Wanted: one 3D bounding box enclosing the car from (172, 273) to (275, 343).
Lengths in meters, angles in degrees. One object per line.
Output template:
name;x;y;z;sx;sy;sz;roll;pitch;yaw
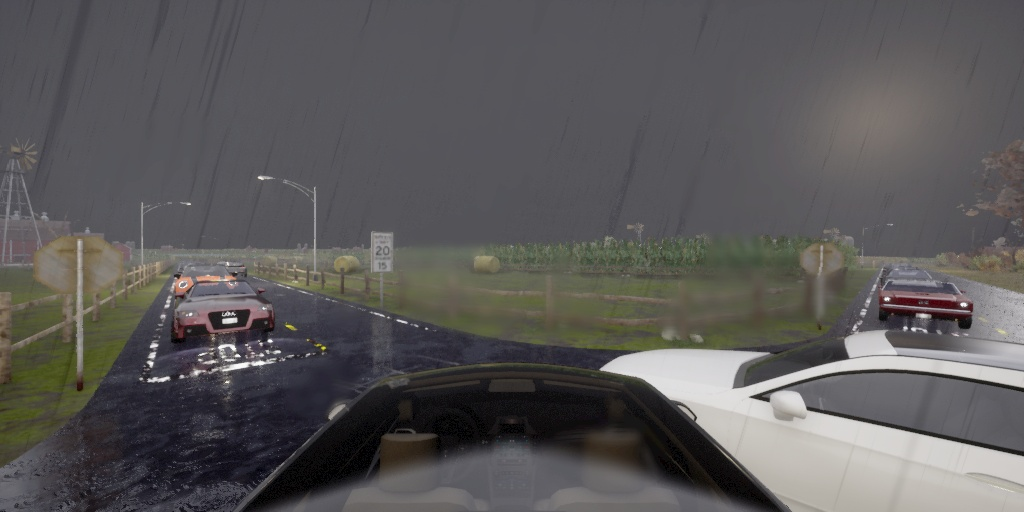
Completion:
car;-8.081;1.362;9.984;1.994;1.385;4.181;0;0;-43

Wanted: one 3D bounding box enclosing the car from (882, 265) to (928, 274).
car;20.334;1.368;18.440;5.357;1.411;2.033;0;1;-44

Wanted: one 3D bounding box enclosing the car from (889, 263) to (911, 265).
car;26.996;1.408;24.793;4.181;1.385;1.994;0;1;-44

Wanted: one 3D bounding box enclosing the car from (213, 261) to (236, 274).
car;-34.327;1.338;42.774;1.837;1.490;4.892;0;0;-42

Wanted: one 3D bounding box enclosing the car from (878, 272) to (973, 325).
car;13.353;1.400;11.773;4.718;1.301;1.895;0;1;-44

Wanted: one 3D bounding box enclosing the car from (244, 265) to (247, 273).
car;-27.497;1.311;35.415;2.128;1.511;4.902;0;0;-42

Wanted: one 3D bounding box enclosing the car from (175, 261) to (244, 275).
car;-13.952;1.152;16.383;2.097;1.767;4.553;0;0;-43

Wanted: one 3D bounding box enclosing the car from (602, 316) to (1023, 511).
car;2.808;1.293;2.556;1.812;1.442;4.674;0;1;-45
